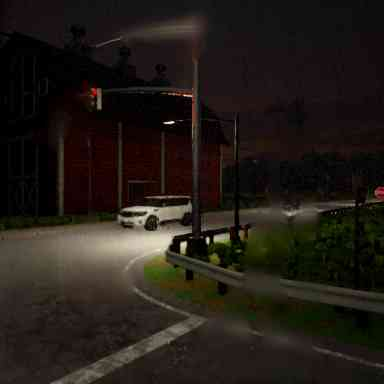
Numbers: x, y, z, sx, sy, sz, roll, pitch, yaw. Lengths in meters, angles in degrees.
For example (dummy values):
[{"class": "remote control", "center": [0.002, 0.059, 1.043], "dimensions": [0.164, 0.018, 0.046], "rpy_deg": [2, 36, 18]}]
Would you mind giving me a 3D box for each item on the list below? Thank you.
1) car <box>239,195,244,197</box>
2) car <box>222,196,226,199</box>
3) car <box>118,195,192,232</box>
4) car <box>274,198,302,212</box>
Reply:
[{"class": "car", "center": [12.940, 1.536, 89.158], "dimensions": [1.784, 1.438, 3.905], "rpy_deg": [0, 0, 36]}, {"class": "car", "center": [6.341, 1.521, 78.050], "dimensions": [1.816, 1.474, 4.193], "rpy_deg": [0, 0, 36]}, {"class": "car", "center": [-2.068, 1.244, 20.992], "dimensions": [2.150, 2.045, 5.566], "rpy_deg": [0, 0, 37]}, {"class": "car", "center": [11.293, 1.527, 38.897], "dimensions": [1.837, 1.490, 4.892], "rpy_deg": [0, 0, 37]}]
